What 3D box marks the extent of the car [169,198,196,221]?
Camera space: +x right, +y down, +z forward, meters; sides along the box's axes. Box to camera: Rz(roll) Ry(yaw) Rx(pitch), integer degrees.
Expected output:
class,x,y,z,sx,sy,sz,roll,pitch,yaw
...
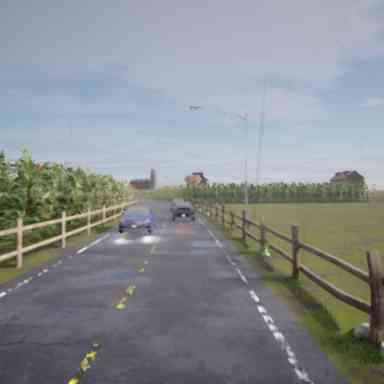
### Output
class,x,y,z,sx,sy,sz,roll,pitch,yaw
car,-0.769,1.546,27.968,1.837,1.490,4.892,0,0,-3

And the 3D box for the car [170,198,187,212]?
class,x,y,z,sx,sy,sz,roll,pitch,yaw
car,-1.739,1.558,40.666,1.837,1.490,4.892,0,1,-5

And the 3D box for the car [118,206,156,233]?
class,x,y,z,sx,sy,sz,roll,pitch,yaw
car,-3.137,1.552,19.826,1.812,1.442,4.674,0,0,-2
